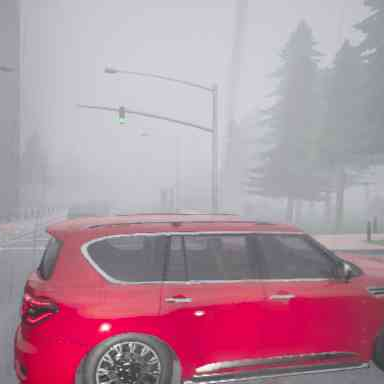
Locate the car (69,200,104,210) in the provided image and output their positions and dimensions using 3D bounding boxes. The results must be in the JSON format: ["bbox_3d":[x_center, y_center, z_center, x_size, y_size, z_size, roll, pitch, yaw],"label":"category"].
[{"bbox_3d":[-8.096,1.529,25.170,1.882,1.535,5.008,0,0,-9],"label":"car"}]

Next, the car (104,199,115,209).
[{"bbox_3d":[-9.688,1.564,34.972,2.128,1.511,4.902,0,0,-9],"label":"car"}]

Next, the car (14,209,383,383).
[{"bbox_3d":[0.670,1.347,4.618,5.566,2.045,2.150,0,0,-11],"label":"car"}]
